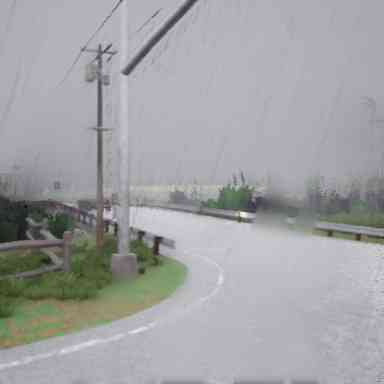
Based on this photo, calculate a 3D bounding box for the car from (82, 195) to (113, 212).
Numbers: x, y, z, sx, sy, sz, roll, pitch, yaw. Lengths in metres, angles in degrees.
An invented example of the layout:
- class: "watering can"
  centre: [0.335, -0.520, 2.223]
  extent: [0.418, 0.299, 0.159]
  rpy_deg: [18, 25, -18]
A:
- class: "car"
  centre: [-8.255, 0.938, 28.160]
  extent: [1.895, 1.301, 4.718]
  rpy_deg: [0, 1, -31]
